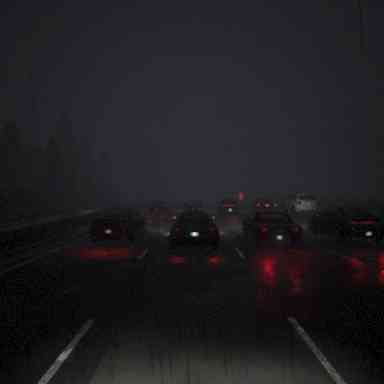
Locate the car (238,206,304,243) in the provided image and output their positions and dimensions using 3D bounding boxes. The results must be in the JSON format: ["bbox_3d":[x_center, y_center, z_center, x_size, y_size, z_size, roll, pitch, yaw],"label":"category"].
[{"bbox_3d":[3.597,1.568,15.853,1.895,1.301,4.718,0,0,0],"label":"car"}]

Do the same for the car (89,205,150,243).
[{"bbox_3d":[-3.401,1.445,16.006,1.882,1.535,5.008,0,0,0],"label":"car"}]

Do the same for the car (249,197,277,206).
[{"bbox_3d":[7.097,1.283,33.443,2.097,1.767,4.553,0,0,0],"label":"car"}]

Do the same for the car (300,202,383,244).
[{"bbox_3d":[7.098,1.459,15.770,2.128,1.511,4.902,0,0,0],"label":"car"}]

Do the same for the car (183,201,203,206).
[{"bbox_3d":[0.096,1.535,32.162,1.895,1.301,4.718,0,0,0],"label":"car"}]

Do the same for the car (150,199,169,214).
[{"bbox_3d":[-3.419,1.454,34.793,1.812,1.442,4.674,0,0,0],"label":"car"}]

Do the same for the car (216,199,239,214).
[{"bbox_3d":[3.596,1.436,33.780,1.837,1.490,4.892,0,0,0],"label":"car"}]

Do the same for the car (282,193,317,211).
[{"bbox_3d":[10.594,1.155,32.879,2.150,2.045,5.566,0,0,0],"label":"car"}]

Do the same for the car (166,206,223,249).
[{"bbox_3d":[0.099,1.534,14.395,1.994,1.385,4.181,0,0,0],"label":"car"}]
